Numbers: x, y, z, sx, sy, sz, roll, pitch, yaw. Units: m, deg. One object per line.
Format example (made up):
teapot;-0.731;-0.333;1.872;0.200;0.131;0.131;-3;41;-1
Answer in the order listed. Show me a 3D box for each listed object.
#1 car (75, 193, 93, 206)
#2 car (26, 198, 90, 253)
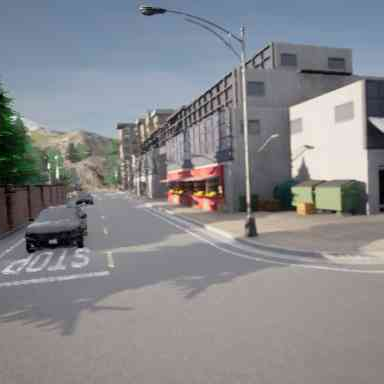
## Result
car;-12.424;0.813;38.404;2.033;1.411;5.357;-3;2;-16
car;-5.272;1.295;13.322;1.882;1.535;5.008;-3;2;-16
